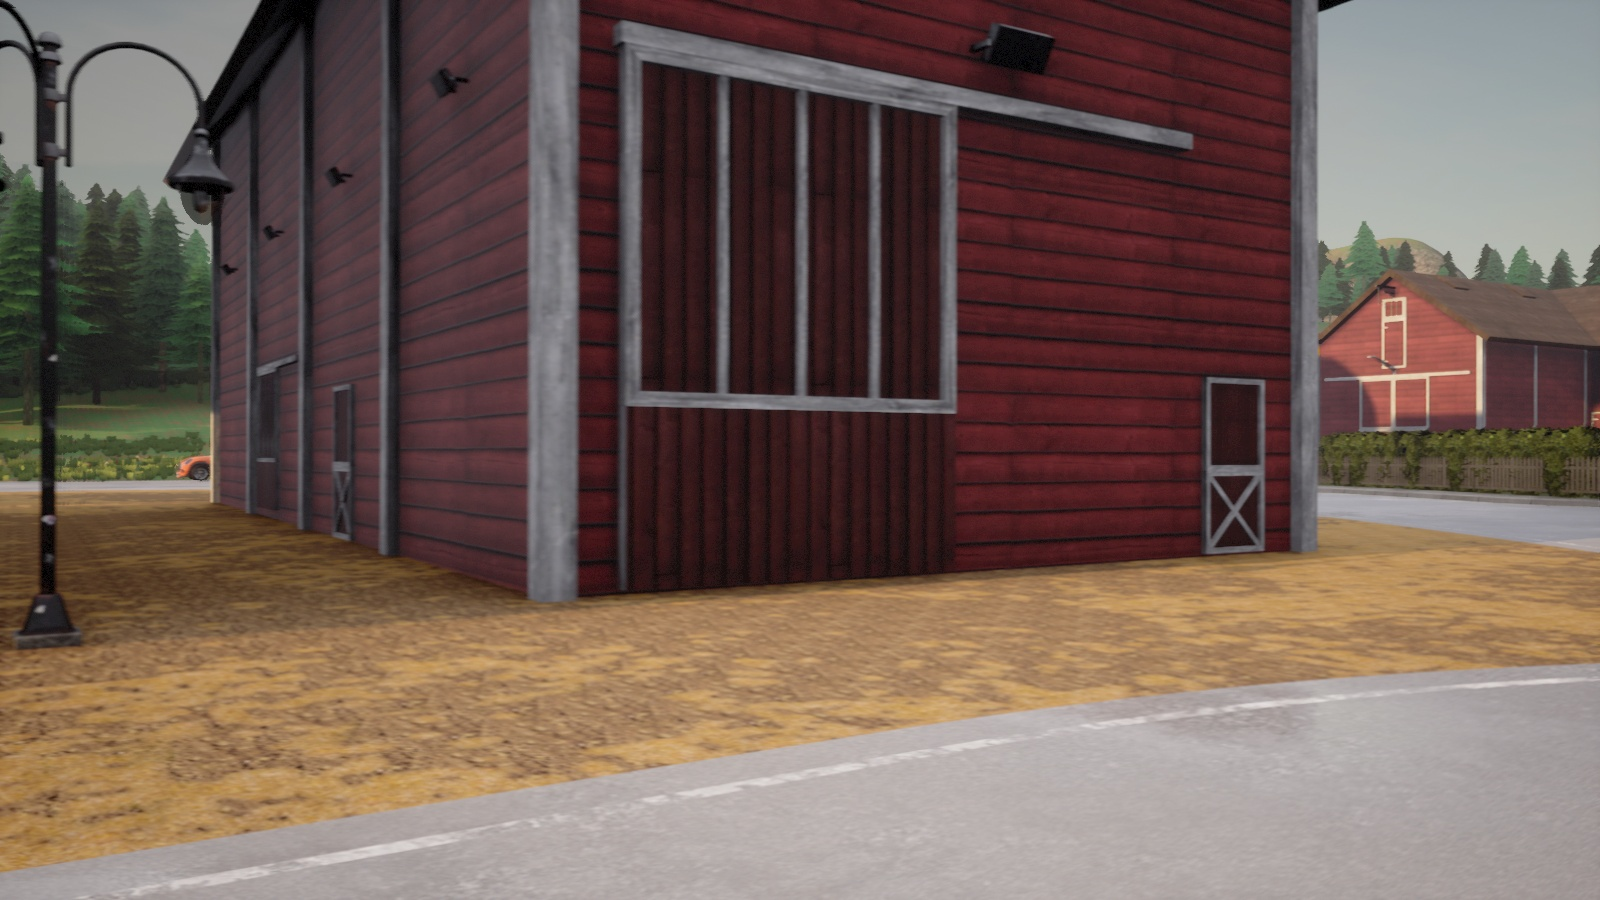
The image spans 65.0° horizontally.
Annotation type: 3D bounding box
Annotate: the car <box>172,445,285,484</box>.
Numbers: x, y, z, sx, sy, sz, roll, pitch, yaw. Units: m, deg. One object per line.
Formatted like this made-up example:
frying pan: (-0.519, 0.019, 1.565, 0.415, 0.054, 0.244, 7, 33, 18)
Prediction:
car: (-26.588, 0.661, 58.449, 4.553, 1.767, 2.097, 0, 0, -31)
